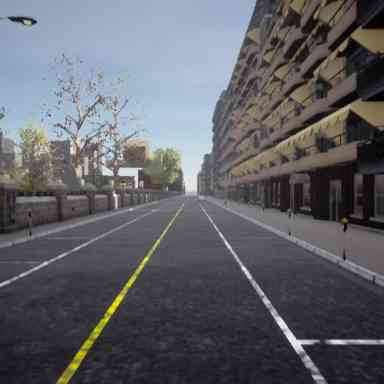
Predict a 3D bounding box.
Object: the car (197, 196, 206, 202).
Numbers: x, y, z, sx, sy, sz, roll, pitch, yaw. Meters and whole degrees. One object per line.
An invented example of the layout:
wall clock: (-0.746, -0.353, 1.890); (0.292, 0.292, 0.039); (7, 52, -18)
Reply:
car: (2.352, 1.640, 79.906); (1.812, 1.442, 4.674); (0, 0, 0)
